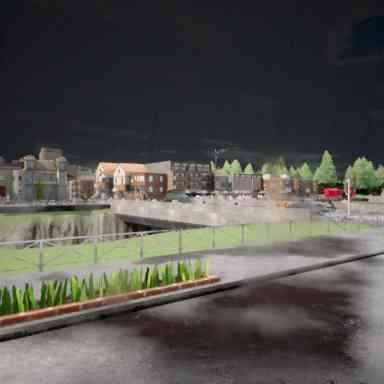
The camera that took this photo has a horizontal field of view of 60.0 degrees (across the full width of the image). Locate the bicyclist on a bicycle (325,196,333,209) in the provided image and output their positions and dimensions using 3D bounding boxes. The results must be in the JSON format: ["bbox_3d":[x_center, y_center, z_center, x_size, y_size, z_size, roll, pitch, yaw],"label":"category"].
[{"bbox_3d":[16.594,1.349,40.362,1.656,1.620,0.582,0,0,-36],"label":"bicyclist on a bicycle"}]

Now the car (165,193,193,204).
[{"bbox_3d":[-2.065,1.222,51.945,2.150,2.045,5.566,0,0,-35],"label":"car"}]

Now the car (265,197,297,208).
[{"bbox_3d":[11.095,1.352,40.817,2.097,1.767,4.553,0,0,-36],"label":"car"}]

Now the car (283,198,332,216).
[{"bbox_3d":[11.583,1.564,32.949,1.994,1.385,4.181,0,0,-36],"label":"car"}]
